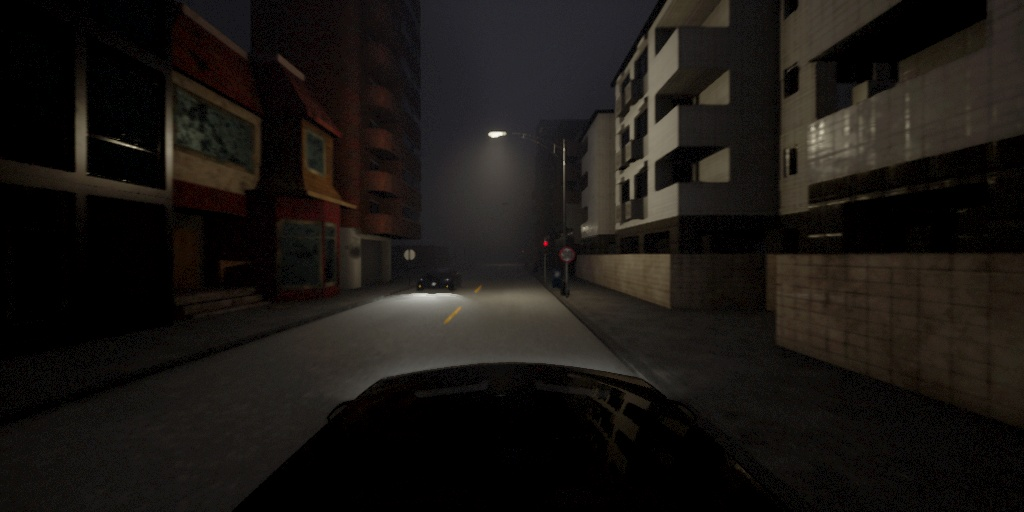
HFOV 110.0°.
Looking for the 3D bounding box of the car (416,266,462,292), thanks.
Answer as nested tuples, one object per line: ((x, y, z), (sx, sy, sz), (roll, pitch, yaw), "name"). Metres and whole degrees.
((-4.061, 1.259, 20.596), (1.994, 1.385, 4.181), (0, 0, 0), "car")
